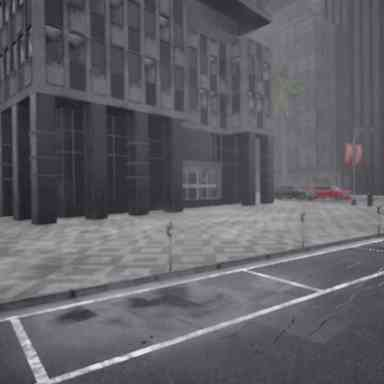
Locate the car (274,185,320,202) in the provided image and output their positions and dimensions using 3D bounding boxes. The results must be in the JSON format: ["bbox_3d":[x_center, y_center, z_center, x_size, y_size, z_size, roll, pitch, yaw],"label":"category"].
[{"bbox_3d":[13.442,0.129,43.733,2.150,2.045,5.566,-1,2,-35],"label":"car"}]

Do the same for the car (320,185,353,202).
[{"bbox_3d":[17.847,0.134,43.140,2.150,2.045,5.566,-1,2,-35],"label":"car"}]
